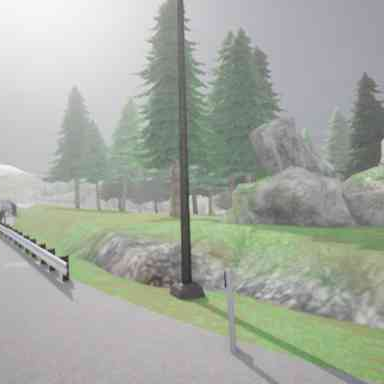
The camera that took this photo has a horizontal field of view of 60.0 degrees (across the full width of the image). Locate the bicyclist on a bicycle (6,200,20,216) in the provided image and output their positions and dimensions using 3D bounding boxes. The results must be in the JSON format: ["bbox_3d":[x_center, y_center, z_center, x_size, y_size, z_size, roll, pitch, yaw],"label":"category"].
[{"bbox_3d":[-18.239,1.662,33.483,1.656,1.620,0.582,1,-1,-34],"label":"bicyclist on a bicycle"}]

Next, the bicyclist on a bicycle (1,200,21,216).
[{"bbox_3d":[-18.696,1.666,34.364,1.656,1.620,0.582,0,-2,-6],"label":"bicyclist on a bicycle"}]
